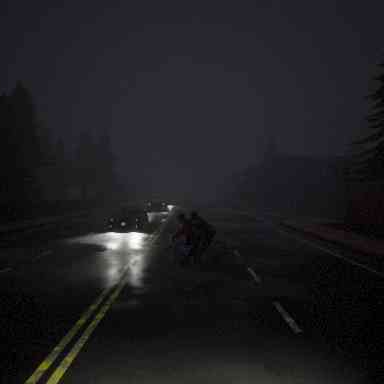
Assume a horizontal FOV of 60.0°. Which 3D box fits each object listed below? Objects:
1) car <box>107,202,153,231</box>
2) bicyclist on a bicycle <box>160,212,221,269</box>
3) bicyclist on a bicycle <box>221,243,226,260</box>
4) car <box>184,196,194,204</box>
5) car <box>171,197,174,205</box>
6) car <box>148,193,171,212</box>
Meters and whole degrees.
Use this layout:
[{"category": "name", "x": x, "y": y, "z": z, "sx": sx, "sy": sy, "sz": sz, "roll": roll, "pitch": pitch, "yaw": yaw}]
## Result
[{"category": "car", "x": -3.782, "y": 1.564, "z": 20.259, "sx": 1.994, "sy": 1.385, "sz": 4.181, "roll": 0, "pitch": 0, "yaw": -1}, {"category": "bicyclist on a bicycle", "x": -0.128, "y": 1.454, "z": 9.710, "sx": 1.656, "sy": 1.620, "sz": 0.582, "roll": -2, "pitch": 0, "yaw": -4}, {"category": "bicyclist on a bicycle", "x": 0.259, "y": 1.454, "z": 10.570, "sx": 1.656, "sy": 1.620, "sz": 0.582, "roll": -2, "pitch": 0, "yaw": -3}, {"category": "car", "x": -0.500, "y": 1.547, "z": 64.713, "sx": 2.033, "sy": 1.411, "sz": 5.357, "roll": 0, "pitch": 0, "yaw": -1}, {"category": "car", "x": -4.113, "y": 1.491, "z": 57.060, "sx": 2.128, "sy": 1.511, "sz": 4.902, "roll": 0, "pitch": 0, "yaw": 0}, {"category": "car", "x": -3.955, "y": 1.352, "z": 38.775, "sx": 2.097, "sy": 1.767, "sz": 4.553, "roll": 0, "pitch": 0, "yaw": -1}]
